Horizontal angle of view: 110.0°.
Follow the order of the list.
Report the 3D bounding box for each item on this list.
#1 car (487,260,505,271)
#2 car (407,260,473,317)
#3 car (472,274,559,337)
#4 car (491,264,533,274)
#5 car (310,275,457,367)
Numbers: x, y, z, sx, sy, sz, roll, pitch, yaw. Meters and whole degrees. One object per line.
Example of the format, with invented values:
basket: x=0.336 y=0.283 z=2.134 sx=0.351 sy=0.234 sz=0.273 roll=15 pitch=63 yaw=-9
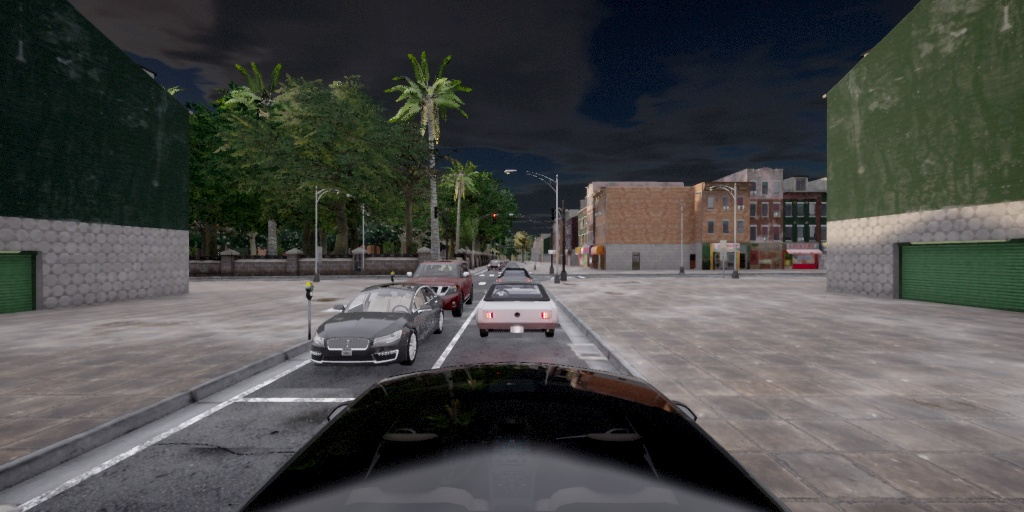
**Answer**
car: x=-2.480 y=1.292 z=51.493 sx=1.967 sy=1.591 sz=4.097 roll=0 pitch=0 yaw=0
car: x=-2.602 y=1.068 z=13.346 sx=2.192 sy=1.841 sz=5.009 roll=0 pitch=0 yaw=0
car: x=0.126 y=1.352 z=10.224 sx=1.895 sy=1.301 sz=4.718 roll=0 pitch=0 yaw=0
car: x=0.163 y=1.324 z=19.396 sx=1.994 sy=1.385 sz=4.181 roll=0 pitch=0 yaw=2
car: x=-2.619 y=1.301 z=7.883 sx=2.007 sy=1.370 sz=4.403 roll=0 pitch=0 yaw=0
